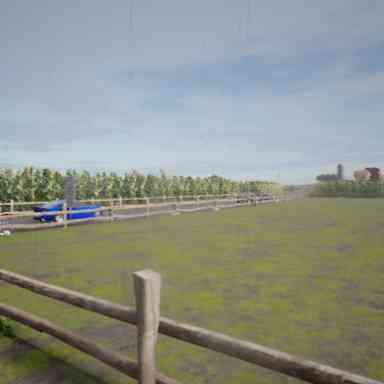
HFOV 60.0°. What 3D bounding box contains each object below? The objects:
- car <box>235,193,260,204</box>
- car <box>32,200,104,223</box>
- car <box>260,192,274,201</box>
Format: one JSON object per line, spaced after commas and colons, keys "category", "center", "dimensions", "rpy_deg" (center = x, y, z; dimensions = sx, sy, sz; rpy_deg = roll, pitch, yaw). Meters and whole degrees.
{"category": "car", "center": [7.973, 0.962, 49.189], "dimensions": [1.837, 1.490, 4.892], "rpy_deg": [1, 1, 30]}
{"category": "car", "center": [-8.363, 1.271, 22.863], "dimensions": [1.882, 1.535, 5.008], "rpy_deg": [1, 1, 34]}
{"category": "car", "center": [12.894, 0.843, 58.093], "dimensions": [1.837, 1.490, 4.892], "rpy_deg": [1, 1, 28]}
